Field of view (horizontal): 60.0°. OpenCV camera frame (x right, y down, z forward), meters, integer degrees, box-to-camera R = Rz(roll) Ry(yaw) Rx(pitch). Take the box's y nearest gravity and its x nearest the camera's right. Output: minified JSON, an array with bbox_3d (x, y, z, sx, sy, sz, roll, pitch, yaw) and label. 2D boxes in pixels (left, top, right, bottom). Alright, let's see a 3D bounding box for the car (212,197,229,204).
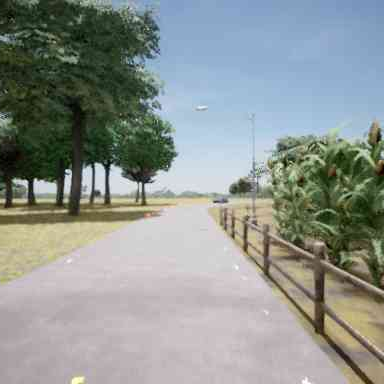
[{"bbox_3d":[6.271,1.837,72.927,2.033,1.411,5.357,-1,0,30],"label":"car"}]
